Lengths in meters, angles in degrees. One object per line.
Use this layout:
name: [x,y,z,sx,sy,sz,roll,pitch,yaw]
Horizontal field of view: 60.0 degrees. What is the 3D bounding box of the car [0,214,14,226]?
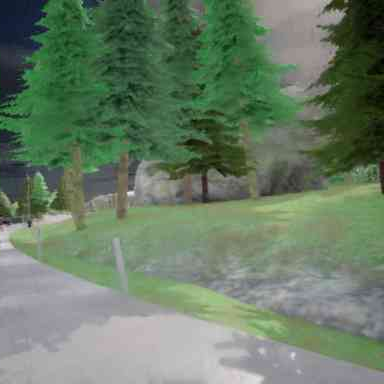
car: [-21.324,3.102,36.234,1.812,1.442,4.674,-3,-2,-8]
